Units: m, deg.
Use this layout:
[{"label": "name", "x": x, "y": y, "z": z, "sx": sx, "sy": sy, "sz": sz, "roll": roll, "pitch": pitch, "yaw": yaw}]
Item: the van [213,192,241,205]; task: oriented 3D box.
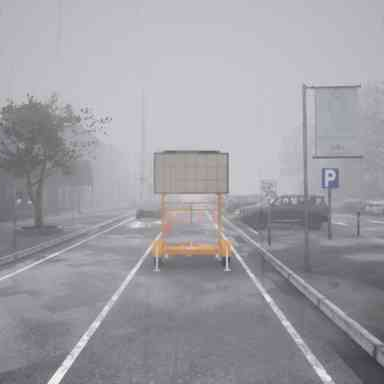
[{"label": "van", "x": 5.698, "y": 1.076, "z": 54.232, "sx": 4.442, "sy": 1.987, "sz": 1.878, "roll": 0, "pitch": 1, "yaw": 0}]

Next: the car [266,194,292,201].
[{"label": "car", "x": 18.608, "y": 1.137, "z": 71.468, "sx": 4.892, "sy": 1.521, "sz": 2.231, "roll": 0, "pitch": 1, "yaw": 0}]

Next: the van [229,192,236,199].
[{"label": "van", "x": 5.783, "y": 1.219, "z": 28.995, "sx": 4.442, "sy": 1.987, "sz": 1.878, "roll": 0, "pitch": 0, "yaw": 0}]

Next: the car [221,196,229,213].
[{"label": "car", "x": 5.651, "y": 1.440, "z": 31.798, "sx": 5.008, "sy": 1.535, "sz": 2.097, "roll": 0, "pitch": 0, "yaw": 0}]

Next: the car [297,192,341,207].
[{"label": "car", "x": 18.706, "y": 1.100, "z": 49.261, "sx": 5.566, "sy": 2.045, "sz": 2.435, "roll": 0, "pitch": 1, "yaw": 0}]

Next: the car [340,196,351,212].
[{"label": "car", "x": 18.719, "y": 1.432, "z": 35.379, "sx": 5.008, "sy": 1.535, "sz": 2.097, "roll": 0, "pitch": 0, "yaw": 0}]

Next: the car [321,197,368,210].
[{"label": "car", "x": 18.676, "y": 1.441, "z": 40.928, "sx": 4.792, "sy": 1.488, "sz": 2.163, "roll": 0, "pitch": 0, "yaw": 0}]

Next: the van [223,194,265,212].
[{"label": "van", "x": 5.754, "y": 1.198, "z": 37.407, "sx": 4.442, "sy": 1.987, "sz": 1.878, "roll": 0, "pitch": 0, "yaw": 0}]

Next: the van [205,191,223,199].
[{"label": "van", "x": 5.370, "y": 0.805, "z": 82.263, "sx": 4.442, "sy": 1.987, "sz": 1.878, "roll": 0, "pitch": 1, "yaw": 0}]

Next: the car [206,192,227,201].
[{"label": "car", "x": 5.484, "y": 0.986, "z": 73.854, "sx": 4.553, "sy": 1.767, "sz": 2.185, "roll": 0, "pitch": 1, "yaw": 0}]

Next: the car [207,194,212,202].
[{"label": "car", "x": 5.562, "y": 1.078, "z": 51.427, "sx": 5.566, "sy": 2.045, "sz": 2.435, "roll": 0, "pitch": 1, "yaw": 0}]

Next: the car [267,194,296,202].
[{"label": "car", "x": 18.427, "y": 1.160, "z": 68.691, "sx": 5.366, "sy": 1.575, "sz": 1.946, "roll": 0, "pitch": 1, "yaw": 0}]

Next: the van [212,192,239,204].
[{"label": "van", "x": 5.688, "y": 1.049, "z": 57.035, "sx": 4.442, "sy": 1.987, "sz": 1.878, "roll": 0, "pitch": 1, "yaw": 0}]

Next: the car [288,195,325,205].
[{"label": "car", "x": 18.845, "y": 1.294, "z": 54.814, "sx": 5.366, "sy": 1.575, "sz": 1.946, "roll": 0, "pitch": 1, "yaw": 0}]

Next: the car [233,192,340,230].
[{"label": "car", "x": 5.666, "y": 1.209, "z": 20.585, "sx": 5.566, "sy": 2.045, "sz": 2.435, "roll": 0, "pitch": 0, "yaw": 0}]

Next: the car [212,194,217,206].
[{"label": "car", "x": 5.616, "y": 1.377, "z": 45.821, "sx": 4.892, "sy": 1.521, "sz": 2.231, "roll": 0, "pitch": 0, "yaw": 0}]

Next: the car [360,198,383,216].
[{"label": "car", "x": 18.714, "y": 1.193, "z": 29.826, "sx": 5.566, "sy": 2.045, "sz": 2.435, "roll": 0, "pitch": 0, "yaw": 0}]

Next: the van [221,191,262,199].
[{"label": "van", "x": 5.531, "y": 1.208, "z": 34.605, "sx": 4.442, "sy": 1.987, "sz": 1.878, "roll": 0, "pitch": 0, "yaw": 0}]

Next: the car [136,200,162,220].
[{"label": "car", "x": -3.405, "y": 1.430, "z": 27.569, "sx": 1.882, "sy": 1.535, "sz": 5.008, "roll": 0, "pitch": 0, "yaw": 0}]

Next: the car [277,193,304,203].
[{"label": "car", "x": 18.662, "y": 1.091, "z": 63.141, "sx": 4.553, "sy": 1.767, "sz": 2.185, "roll": 0, "pitch": 1, "yaw": 0}]

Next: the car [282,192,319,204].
[{"label": "car", "x": 18.678, "y": 1.019, "z": 57.587, "sx": 5.566, "sy": 2.045, "sz": 2.435, "roll": 0, "pitch": 1, "yaw": 0}]

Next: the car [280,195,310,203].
[{"label": "car", "x": 18.611, "y": 1.273, "z": 60.365, "sx": 4.792, "sy": 1.488, "sz": 2.163, "roll": 0, "pitch": 1, "yaw": 0}]

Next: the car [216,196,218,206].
[{"label": "car", "x": 5.658, "y": 1.443, "z": 40.211, "sx": 4.792, "sy": 1.488, "sz": 2.163, "roll": 0, "pitch": 0, "yaw": 0}]

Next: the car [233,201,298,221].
[{"label": "car", "x": 5.678, "y": 1.490, "z": 26.192, "sx": 4.674, "sy": 1.452, "sz": 2.002, "roll": 0, "pitch": 0, "yaw": 0}]

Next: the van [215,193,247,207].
[{"label": "van", "x": 5.717, "y": 1.130, "z": 48.627, "sx": 4.442, "sy": 1.987, "sz": 1.878, "roll": 0, "pitch": 0, "yaw": 0}]

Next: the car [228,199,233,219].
[{"label": "car", "x": 5.500, "y": 1.452, "z": 23.388, "sx": 5.366, "sy": 1.575, "sz": 1.946, "roll": 0, "pitch": 0, "yaw": 0}]

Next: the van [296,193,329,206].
[{"label": "van", "x": 18.785, "y": 1.098, "z": 52.037, "sx": 4.442, "sy": 1.987, "sz": 1.878, "roll": 0, "pitch": 1, "yaw": 0}]

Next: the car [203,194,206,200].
[{"label": "car", "x": 5.505, "y": 0.915, "z": 68.247, "sx": 5.566, "sy": 2.045, "sz": 2.435, "roll": 0, "pitch": 1, "yaw": 0}]

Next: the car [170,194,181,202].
[{"label": "car", "x": -3.395, "y": 1.193, "z": 68.172, "sx": 2.128, "sy": 1.511, "sz": 4.902, "roll": 0, "pitch": 1, "yaw": 0}]

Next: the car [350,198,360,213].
[{"label": "car", "x": 18.728, "y": 1.440, "z": 32.601, "sx": 4.892, "sy": 1.521, "sz": 2.231, "roll": 0, "pitch": 0, "yaw": 0}]

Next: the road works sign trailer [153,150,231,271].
[{"label": "road works sign trailer", "x": -0.026, "y": 0.458, "z": 10.842, "sx": 2.380, "sy": 3.560, "sz": 2.880, "roll": 0, "pitch": 0, "yaw": -1}]
